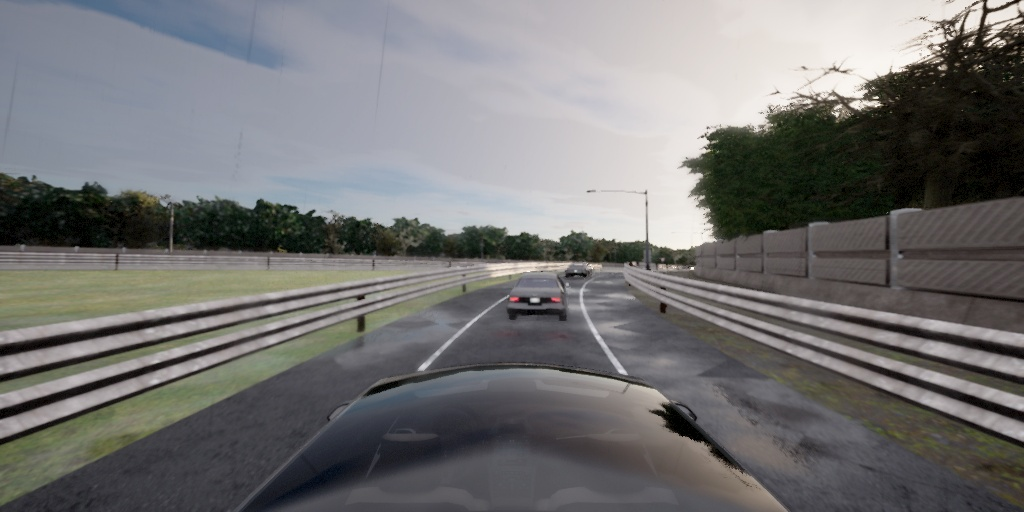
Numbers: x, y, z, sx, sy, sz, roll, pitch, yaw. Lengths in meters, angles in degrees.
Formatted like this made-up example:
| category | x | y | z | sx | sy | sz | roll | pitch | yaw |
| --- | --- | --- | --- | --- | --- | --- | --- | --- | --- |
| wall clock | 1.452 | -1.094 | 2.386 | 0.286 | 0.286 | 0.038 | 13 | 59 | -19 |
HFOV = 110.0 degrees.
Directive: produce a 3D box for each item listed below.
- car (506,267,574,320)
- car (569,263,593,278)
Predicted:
| category | x | y | z | sx | sy | sz | roll | pitch | yaw |
| --- | --- | --- | --- | --- | --- | --- | --- | --- | --- |
| car | 0.995 | 1.282 | 12.587 | 2.033 | 1.411 | 5.357 | 0 | 0 | 8 |
| car | 6.246 | 1.291 | 33.196 | 1.994 | 1.385 | 4.181 | -1 | -1 | 20 |
